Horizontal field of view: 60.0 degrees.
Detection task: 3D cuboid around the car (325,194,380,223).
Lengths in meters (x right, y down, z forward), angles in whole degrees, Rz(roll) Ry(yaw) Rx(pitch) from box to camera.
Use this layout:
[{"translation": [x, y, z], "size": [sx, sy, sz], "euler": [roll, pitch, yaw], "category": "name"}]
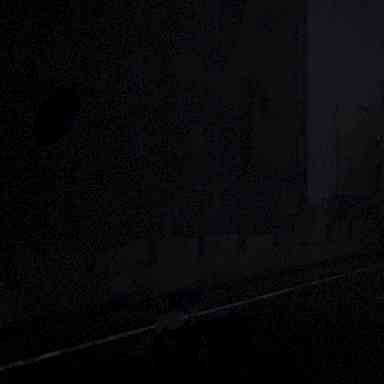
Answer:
[{"translation": [12.451, 1.206, 24.124], "size": [2.150, 2.045, 5.566], "euler": [0, 0, -35], "category": "car"}]
